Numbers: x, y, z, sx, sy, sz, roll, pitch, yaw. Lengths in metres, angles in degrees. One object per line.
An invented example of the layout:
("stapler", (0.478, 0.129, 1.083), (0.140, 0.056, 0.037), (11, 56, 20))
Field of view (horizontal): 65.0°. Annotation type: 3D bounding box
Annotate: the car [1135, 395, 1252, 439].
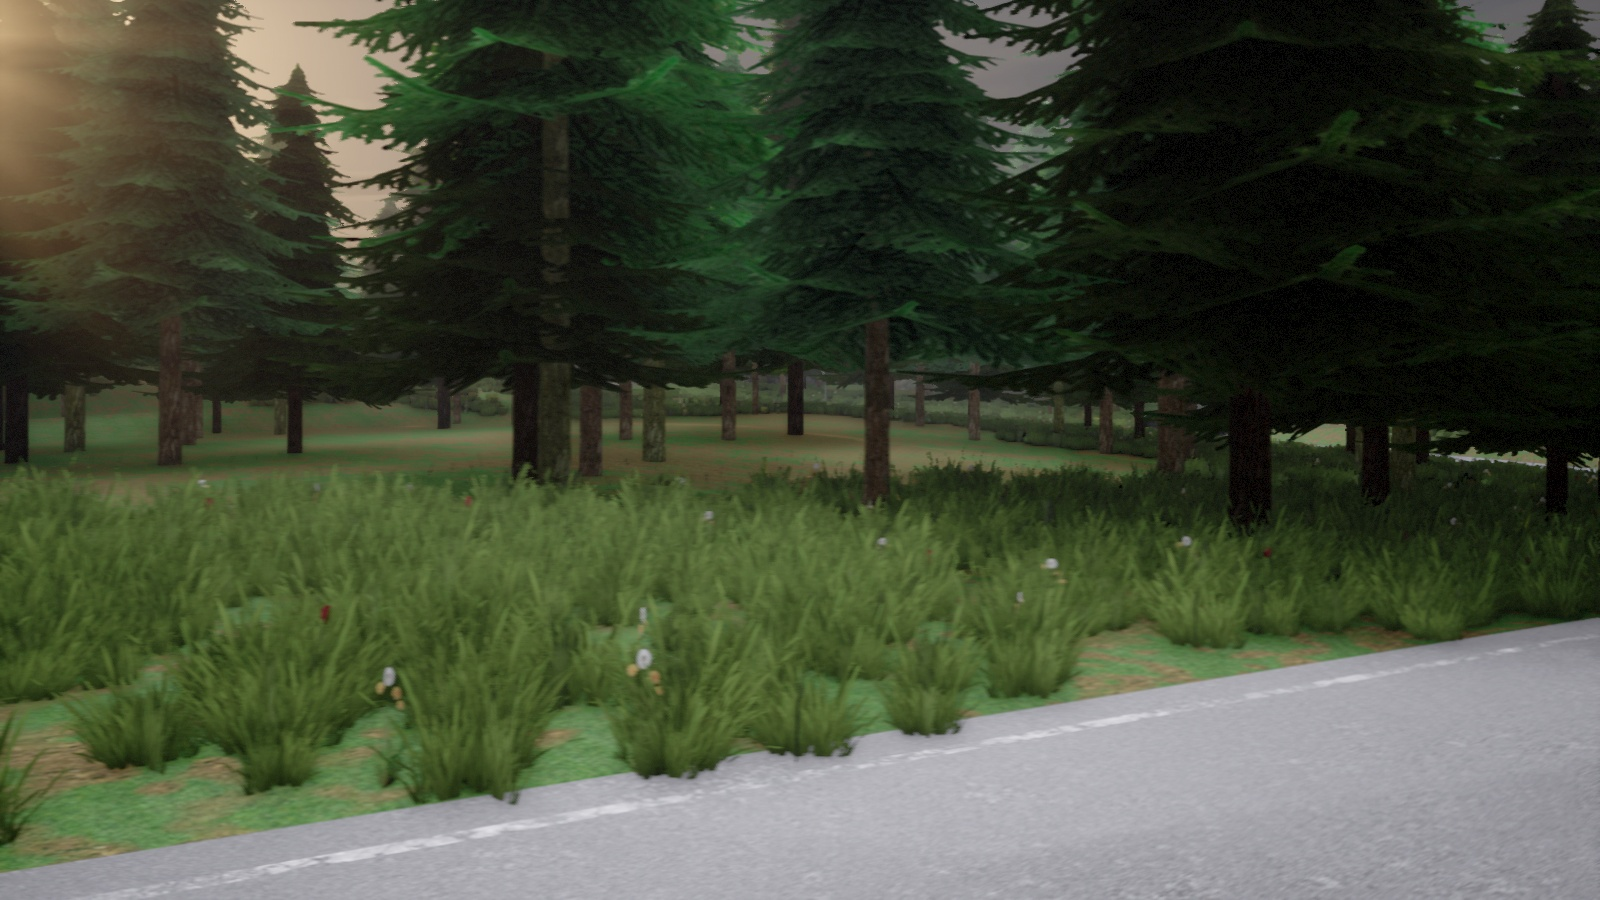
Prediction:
("car", (21.312, -1.814, 68.207), (2.150, 2.045, 5.566), (0, 4, -45))
